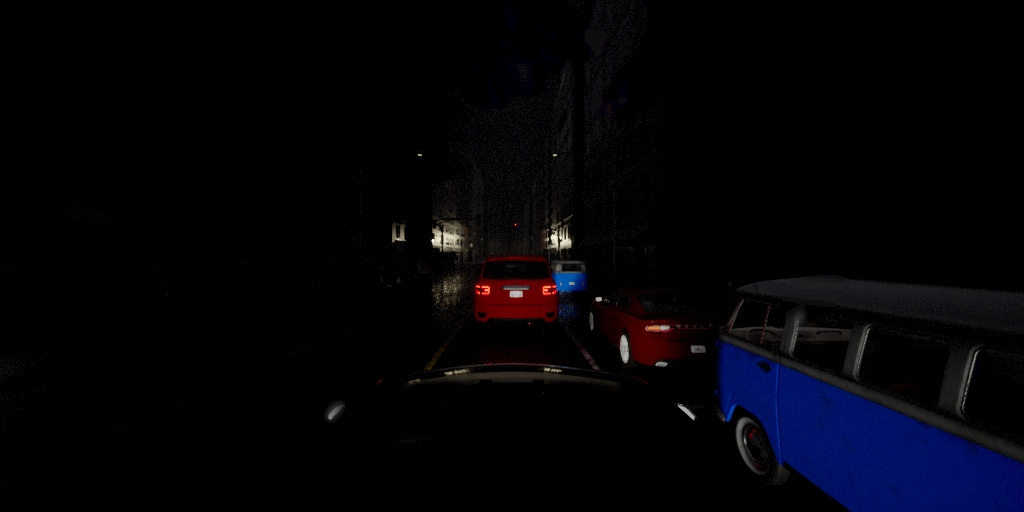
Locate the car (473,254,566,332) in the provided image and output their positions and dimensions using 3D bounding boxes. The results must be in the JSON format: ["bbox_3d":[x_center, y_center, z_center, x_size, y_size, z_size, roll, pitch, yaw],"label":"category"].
[{"bbox_3d":[0.113,0.970,10.955,2.150,2.045,5.566,0,0,0],"label":"car"}]

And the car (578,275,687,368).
[{"bbox_3d":[2.863,1.294,7.733,1.888,1.381,4.507,0,0,0],"label":"car"}]

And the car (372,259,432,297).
[{"bbox_3d":[-5.647,1.059,19.025,2.192,1.841,5.009,0,0,0],"label":"car"}]

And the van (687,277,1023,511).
[{"bbox_3d":[2.856,1.091,2.073,1.690,1.789,3.998,0,0,0],"label":"van"}]

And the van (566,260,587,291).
[{"bbox_3d":[2.878,1.085,19.055,1.690,1.789,3.998,0,0,0],"label":"van"}]
